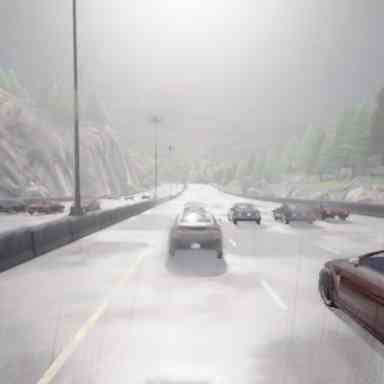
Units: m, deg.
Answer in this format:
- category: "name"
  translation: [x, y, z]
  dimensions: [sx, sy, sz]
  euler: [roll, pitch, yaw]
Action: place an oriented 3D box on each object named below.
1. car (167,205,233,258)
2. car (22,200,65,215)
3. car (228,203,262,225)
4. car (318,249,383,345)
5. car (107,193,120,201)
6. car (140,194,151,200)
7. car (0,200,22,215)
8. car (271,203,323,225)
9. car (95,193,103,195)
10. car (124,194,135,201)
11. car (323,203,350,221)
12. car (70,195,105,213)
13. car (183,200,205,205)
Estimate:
- category: "car"
  translation: [0.124, 1.455, 12.648]
  dimensions: [2.128, 1.511, 4.902]
  euler: [0, 0, 0]
- category: "car"
  translation: [-14.011, 1.494, 32.107]
  dimensions: [1.895, 1.301, 4.718]
  euler: [0, 0, 0]
- category: "car"
  translation: [3.651, 1.483, 23.767]
  dimensions: [2.033, 1.411, 5.357]
  euler: [0, 0, 0]
- category: "car"
  translation: [3.579, 1.553, 5.212]
  dimensions: [1.994, 1.385, 4.181]
  euler: [0, 0, 1]
- category: "car"
  translation: [-17.300, 1.003, 73.597]
  dimensions: [2.097, 1.767, 4.553]
  euler: [0, 0, 0]
- category: "car"
  translation: [-10.298, 1.127, 74.134]
  dimensions: [1.895, 1.301, 4.718]
  euler: [0, 0, 0]
- category: "car"
  translation: [-17.511, 1.491, 32.108]
  dimensions: [1.895, 1.301, 4.718]
  euler: [0, 0, 0]
- category: "car"
  translation: [7.151, 1.487, 23.764]
  dimensions: [2.033, 1.411, 5.357]
  euler: [0, 0, 0]
- category: "car"
  translation: [-20.798, 1.045, 74.193]
  dimensions: [1.812, 1.442, 4.674]
  euler: [0, 0, 0]
- category: "car"
  translation: [-13.800, 1.177, 73.558]
  dimensions: [2.128, 1.511, 4.902]
  euler: [0, 0, 0]
- category: "car"
  translation: [10.664, 1.535, 26.677]
  dimensions: [1.895, 1.301, 4.718]
  euler: [0, 0, 0]
- category: "car"
  translation: [-10.506, 1.372, 33.026]
  dimensions: [1.882, 1.535, 5.008]
  euler: [0, 0, 0]
- category: "car"
  translation: [0.171, 1.443, 28.878]
  dimensions: [1.812, 1.442, 4.674]
  euler: [0, 0, 0]
